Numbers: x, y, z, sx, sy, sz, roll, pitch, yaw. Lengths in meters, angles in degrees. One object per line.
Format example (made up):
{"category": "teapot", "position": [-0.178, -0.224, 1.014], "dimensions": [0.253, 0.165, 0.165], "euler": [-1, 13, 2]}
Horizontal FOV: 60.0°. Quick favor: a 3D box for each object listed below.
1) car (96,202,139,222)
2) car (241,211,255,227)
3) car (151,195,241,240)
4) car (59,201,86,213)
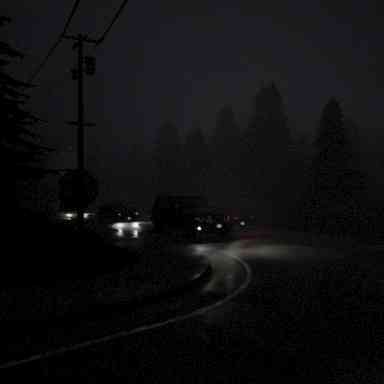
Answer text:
{"category": "car", "position": [-6.005, 1.503, 26.212], "dimensions": [2.033, 1.411, 5.357], "euler": [0, 0, -34]}
{"category": "car", "position": [1.735, 1.552, 21.382], "dimensions": [1.895, 1.301, 4.718], "euler": [0, 0, -34]}
{"category": "car", "position": [-0.226, 1.177, 17.314], "dimensions": [2.150, 2.045, 5.566], "euler": [0, 0, -32]}
{"category": "car", "position": [-13.337, 1.441, 36.983], "dimensions": [1.882, 1.535, 5.008], "euler": [0, 0, -34]}
